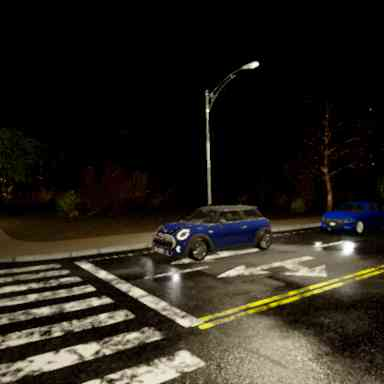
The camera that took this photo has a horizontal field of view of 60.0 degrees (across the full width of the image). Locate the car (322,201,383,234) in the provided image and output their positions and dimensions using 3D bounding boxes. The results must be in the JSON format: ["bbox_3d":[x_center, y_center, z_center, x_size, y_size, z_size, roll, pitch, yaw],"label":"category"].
[{"bbox_3d":[9.052,1.289,18.032,5.008,1.535,1.882,-1,0,-35],"label":"car"}]

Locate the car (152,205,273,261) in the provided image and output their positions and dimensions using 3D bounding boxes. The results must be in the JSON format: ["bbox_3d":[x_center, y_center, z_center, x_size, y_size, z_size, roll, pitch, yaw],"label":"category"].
[{"bbox_3d":[0.810,1.310,12.212,4.553,1.767,2.097,-1,0,-35],"label":"car"}]
